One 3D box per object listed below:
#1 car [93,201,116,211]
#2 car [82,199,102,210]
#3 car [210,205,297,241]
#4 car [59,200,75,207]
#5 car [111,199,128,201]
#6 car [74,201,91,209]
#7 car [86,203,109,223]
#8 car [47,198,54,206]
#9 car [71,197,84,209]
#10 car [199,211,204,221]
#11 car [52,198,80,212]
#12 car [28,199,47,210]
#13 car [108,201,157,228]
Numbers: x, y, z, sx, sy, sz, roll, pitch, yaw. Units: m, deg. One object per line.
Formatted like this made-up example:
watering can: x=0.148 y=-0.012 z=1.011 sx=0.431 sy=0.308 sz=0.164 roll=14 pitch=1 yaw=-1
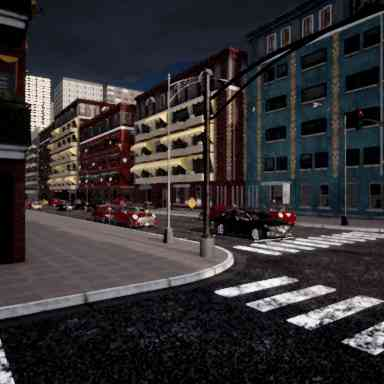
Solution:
car: x=-13.590 y=2.156 z=51.462 sx=2.008 sy=1.369 sz=4.403 roll=-1 pitch=0 yaw=-35
car: x=-13.599 y=2.062 z=47.082 sx=1.837 sy=1.490 sz=4.892 roll=0 pitch=-1 yaw=-34
car: x=3.099 y=1.645 z=17.837 sx=1.837 sy=1.490 sz=4.892 roll=0 pitch=-1 yaw=-32
car: x=-26.273 y=2.426 z=69.675 sx=2.008 sy=1.369 sz=4.403 roll=-1 pitch=0 yaw=-35
car: x=-10.424 y=1.852 z=46.909 sx=2.192 sy=1.841 sz=5.009 roll=-1 pitch=0 yaw=-35
car: x=-19.931 y=2.323 z=60.569 sx=1.802 sy=1.307 sz=4.206 roll=-1 pitch=0 yaw=-35
car: x=-7.362 y=1.902 z=28.727 sx=1.802 sy=1.307 sz=4.206 roll=-1 pitch=0 yaw=-35
car: x=-32.618 y=2.325 z=78.783 sx=2.192 sy=1.841 sz=5.009 roll=-1 pitch=0 yaw=-35
car: x=-19.522 y=1.905 z=55.508 sx=2.150 sy=2.045 sz=5.566 roll=0 pitch=-1 yaw=-35
car: x=2.267 y=1.846 z=28.697 sx=1.802 sy=1.307 sz=4.206 roll=-1 pitch=0 yaw=-35
car: x=-18.903 y=2.133 z=49.805 sx=2.128 sy=1.511 sz=4.902 roll=0 pitch=-1 yaw=-35
car: x=-26.388 y=2.169 z=56.049 sx=1.967 sy=1.590 sz=4.097 roll=-1 pitch=0 yaw=-35
car: x=-4.194 y=1.692 z=24.174 sx=1.967 sy=1.590 sz=4.097 roll=-1 pitch=0 yaw=-35
